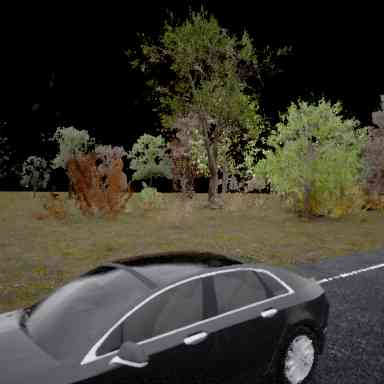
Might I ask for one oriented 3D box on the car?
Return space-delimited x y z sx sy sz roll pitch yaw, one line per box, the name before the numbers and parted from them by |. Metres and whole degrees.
car | -0.431 1.505 3.690 4.892 1.490 1.837 0 0 -36
